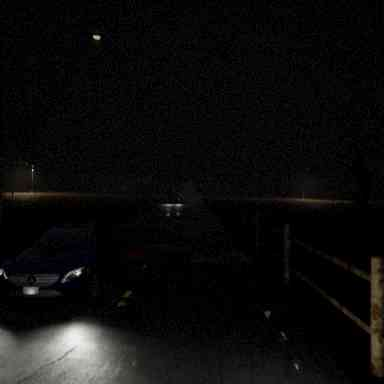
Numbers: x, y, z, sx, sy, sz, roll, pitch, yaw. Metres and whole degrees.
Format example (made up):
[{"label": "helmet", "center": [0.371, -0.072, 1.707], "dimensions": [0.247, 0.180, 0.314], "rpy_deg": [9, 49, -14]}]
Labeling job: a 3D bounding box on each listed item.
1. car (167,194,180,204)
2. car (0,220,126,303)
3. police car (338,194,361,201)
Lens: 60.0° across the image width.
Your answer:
[{"label": "car", "center": [-2.826, 1.065, 51.885], "dimensions": [1.837, 1.490, 4.892], "rpy_deg": [0, 0, 0]}, {"label": "car", "center": [-2.853, 1.470, 8.216], "dimensions": [1.812, 1.442, 4.674], "rpy_deg": [0, 0, 0]}, {"label": "police car", "center": [38.977, 1.342, 82.288], "dimensions": [5.238, 1.638, 1.930], "rpy_deg": [1, 1, 0]}]
